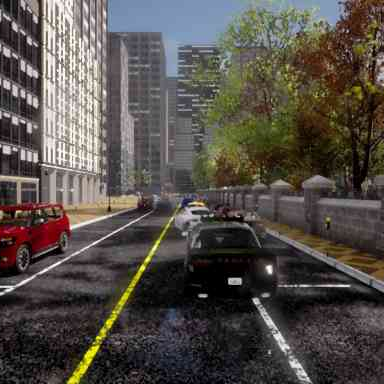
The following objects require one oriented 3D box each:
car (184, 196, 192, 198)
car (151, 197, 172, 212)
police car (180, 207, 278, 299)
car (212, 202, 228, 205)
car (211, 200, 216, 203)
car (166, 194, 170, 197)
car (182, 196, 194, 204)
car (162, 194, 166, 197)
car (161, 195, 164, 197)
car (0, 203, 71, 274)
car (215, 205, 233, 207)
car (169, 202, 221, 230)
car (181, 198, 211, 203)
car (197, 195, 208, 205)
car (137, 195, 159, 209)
[{"bbox_3d":[-0.483,1.465,45.857,1.882,1.535,5.008,0,0,0],"label":"car"},{"bbox_3d":[-3.166,1.555,37.488,1.994,1.385,4.181,0,0,-1],"label":"car"},{"bbox_3d":[0.757,1.424,8.647,1.930,1.638,5.238,0,0,-1],"label":"police car"},{"bbox_3d":[2.341,1.578,21.736,1.802,1.307,4.206,0,0,-1],"label":"car"},{"bbox_3d":[2.273,1.561,27.285,1.947,1.339,4.313,0,0,-1],"label":"car"},{"bbox_3d":[-6.214,1.282,77.180,2.192,1.841,5.009,0,0,-1],"label":"car"},{"bbox_3d":[-0.735,1.468,63.931,2.128,1.511,4.902,0,0,-1],"label":"car"},{"bbox_3d":[-6.155,1.504,60.387,1.752,1.417,4.829,0,0,-1],"label":"car"},{"bbox_3d":[-6.089,1.564,55.017,1.802,1.307,4.206,0,0,-1],"label":"car"},{"bbox_3d":[-5.552,1.314,10.689,2.192,1.841,5.009,0,0,-1],"label":"car"},{"bbox_3d":[2.409,1.548,16.186,2.008,1.369,4.403,0,0,-1],"label":"car"},{"bbox_3d":[0.171,1.523,18.328,1.812,1.442,4.674,0,0,-13],"label":"car"},{"bbox_3d":[0.312,1.452,24.760,1.801,1.575,5.366,0,0,4],"label":"car"},{"bbox_3d":[1.868,1.418,60.582,1.967,1.590,4.097,0,0,-1],"label":"car"},{"bbox_3d":[-5.955,1.304,43.936,2.192,1.841,5.009,0,0,-1],"label":"car"}]
